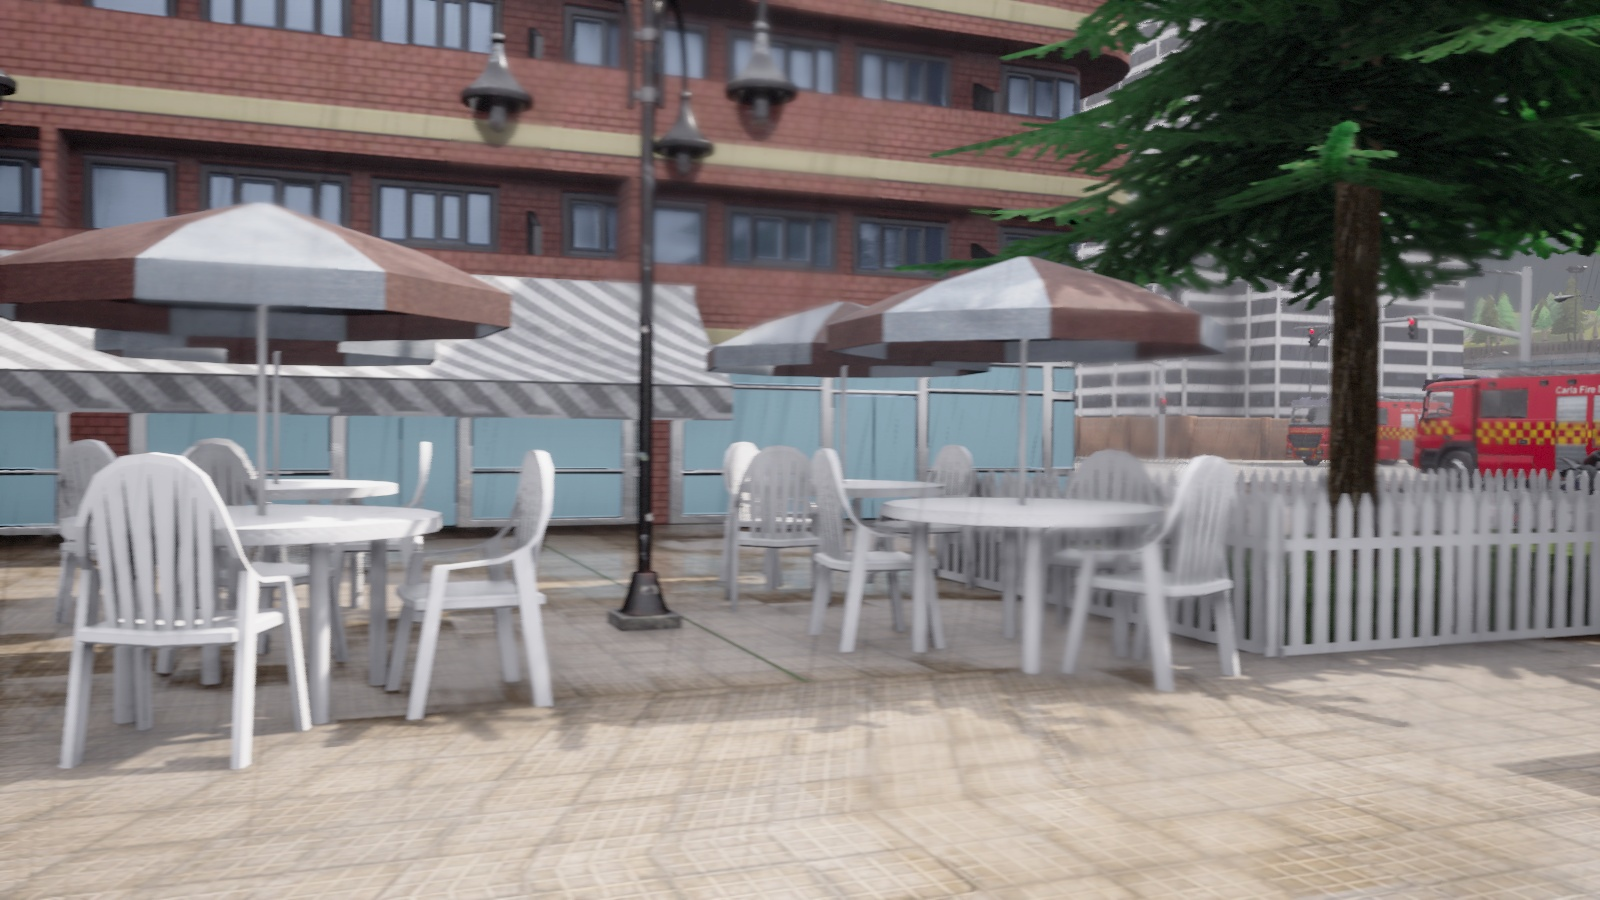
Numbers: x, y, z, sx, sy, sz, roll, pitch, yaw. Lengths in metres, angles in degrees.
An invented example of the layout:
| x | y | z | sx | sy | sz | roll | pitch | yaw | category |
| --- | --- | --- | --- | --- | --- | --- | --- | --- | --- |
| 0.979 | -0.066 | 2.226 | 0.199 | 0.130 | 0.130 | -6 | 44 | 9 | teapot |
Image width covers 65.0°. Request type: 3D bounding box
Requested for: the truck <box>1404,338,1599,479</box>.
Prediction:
| x | y | z | sx | sy | sz | roll | pitch | yaw | category |
| --- | --- | --- | --- | --- | --- | --- | --- | --- | --- |
| 22.248 | -1.154 | 36.849 | 2.891 | 3.827 | 8.468 | -1 | 1 | -21 | truck |

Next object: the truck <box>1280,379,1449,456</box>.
| x | y | z | sx | sy | sz | roll | pitch | yaw | category |
| --- | --- | --- | --- | --- | --- | --- | --- | --- | --- |
| 29.225 | -1.684 | 64.982 | 8.468 | 3.827 | 2.891 | -1 | 1 | -21 | truck |

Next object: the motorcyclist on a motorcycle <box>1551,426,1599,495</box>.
| x | y | z | sx | sy | sz | roll | pitch | yaw | category |
| --- | --- | --- | --- | --- | --- | --- | --- | --- | --- |
| 18.114 | 0.235 | 28.092 | 0.866 | 1.530 | 2.191 | -1 | 1 | -21 | motorcyclist on a motorcycle |
